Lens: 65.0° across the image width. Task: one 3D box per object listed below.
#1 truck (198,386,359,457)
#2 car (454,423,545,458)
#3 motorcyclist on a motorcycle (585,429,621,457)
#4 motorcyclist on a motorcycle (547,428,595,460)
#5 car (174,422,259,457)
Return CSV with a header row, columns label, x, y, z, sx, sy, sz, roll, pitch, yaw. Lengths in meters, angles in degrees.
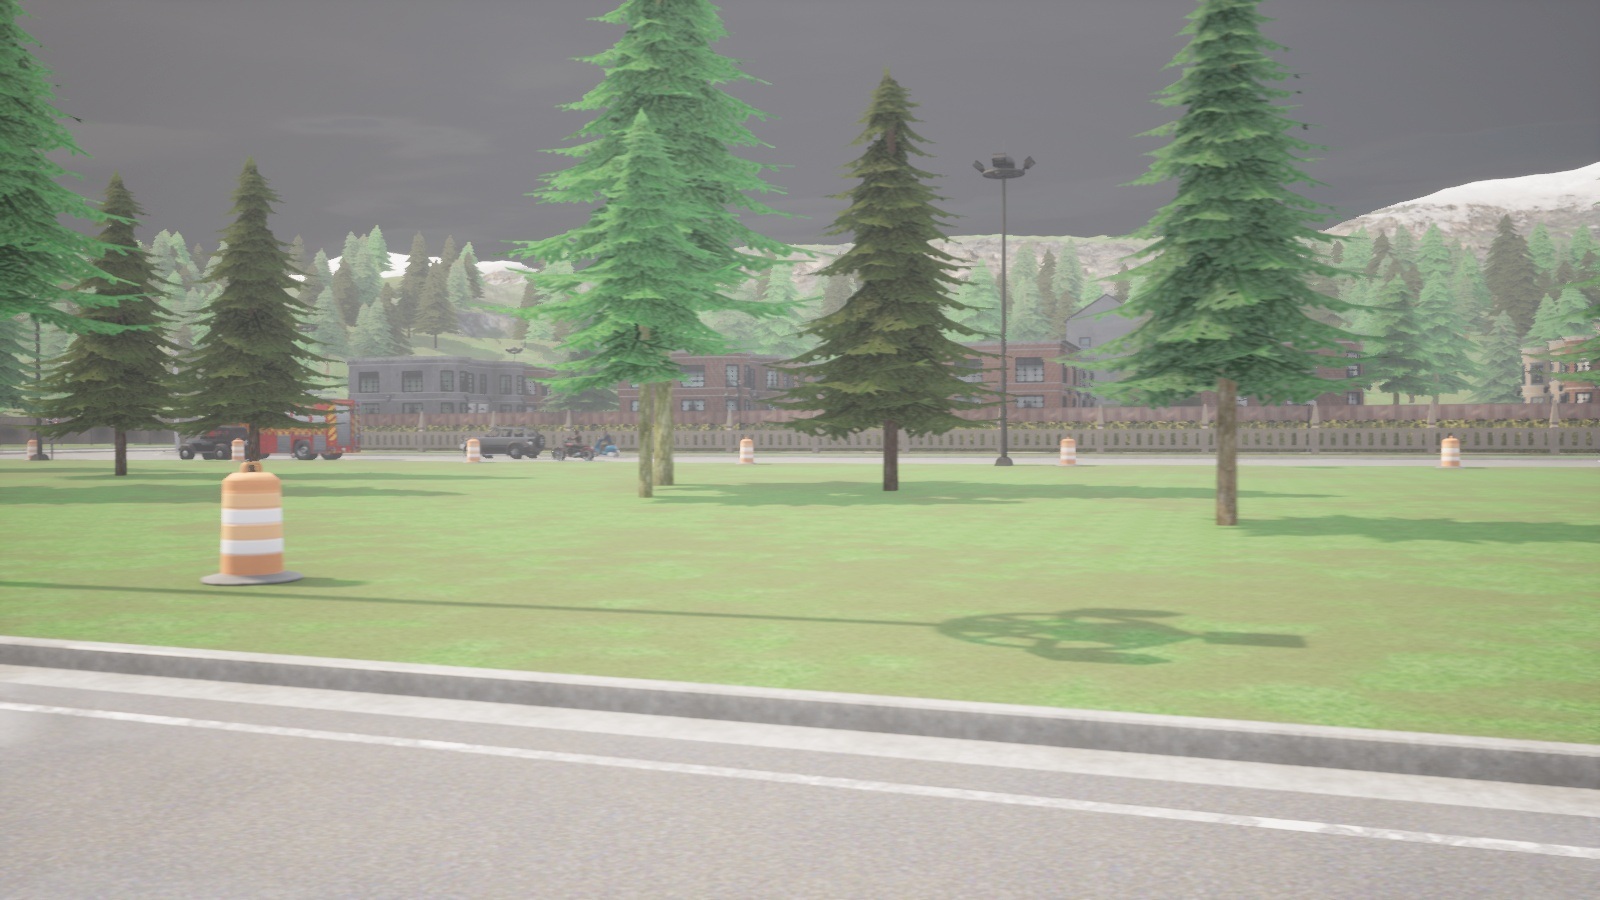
label,x,y,z,sx,sy,sz,roll,pitch,yaw
truck,-29.245,-1.576,70.433,8.468,3.827,2.891,1,1,18
car,-16.723,-0.540,69.962,4.605,1.855,1.932,1,1,18
motorcyclist on a motorcycle,-11.275,-0.413,71.836,1.817,1.590,0.866,1,1,18
motorcyclist on a motorcycle,-11.806,-0.303,64.635,2.350,1.649,0.766,0,1,18
car,-31.344,-0.576,67.457,3.866,1.878,1.905,1,1,19
